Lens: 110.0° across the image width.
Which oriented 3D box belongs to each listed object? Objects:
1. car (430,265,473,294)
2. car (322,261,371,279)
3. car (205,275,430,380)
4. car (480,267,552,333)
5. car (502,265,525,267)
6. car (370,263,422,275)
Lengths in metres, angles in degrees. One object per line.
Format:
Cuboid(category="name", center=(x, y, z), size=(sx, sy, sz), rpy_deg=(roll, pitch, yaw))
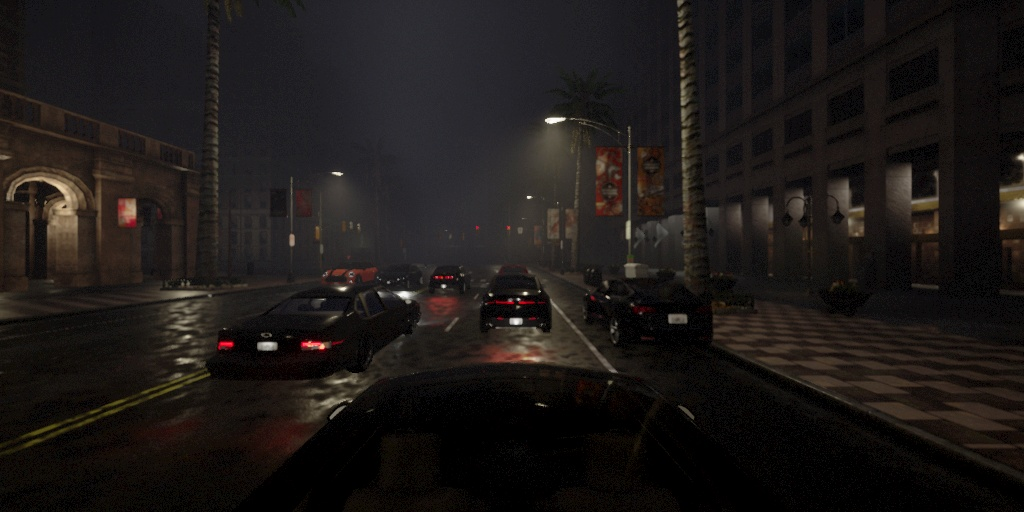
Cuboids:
Cuboid(category="car", center=(-3.414, 1.265, 20.335), size=(1.837, 1.490, 4.892), rpy_deg=(0, 0, 0))
Cuboid(category="car", center=(-10.518, 1.115, 23.604), size=(2.097, 1.767, 4.553), rpy_deg=(0, 0, 0))
Cuboid(category="car", center=(-3.403, 1.301, 7.497), size=(2.033, 1.411, 5.357), rpy_deg=(0, 0, 0))
Cuboid(category="car", center=(0.087, 1.260, 10.768), size=(1.837, 1.490, 4.892), rpy_deg=(0, 0, 0))
Cuboid(category="car", center=(0.081, 1.238, 20.282), size=(1.882, 1.535, 5.008), rpy_deg=(0, 0, 0))
Cuboid(category="car", center=(-7.025, 1.271, 22.833), size=(1.837, 1.490, 4.892), rpy_deg=(0, 0, 0))
